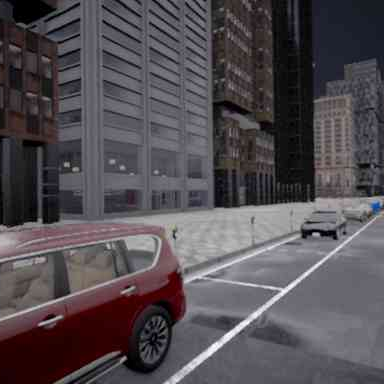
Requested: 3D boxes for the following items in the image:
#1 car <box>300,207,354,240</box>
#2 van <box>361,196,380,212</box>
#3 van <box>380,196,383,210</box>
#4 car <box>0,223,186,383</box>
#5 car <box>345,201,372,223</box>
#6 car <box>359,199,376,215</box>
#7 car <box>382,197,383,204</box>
[{"bbox_3d":[7.162,1.698,17.879,1.947,1.339,4.313,-1,-1,33],"label":"car"},{"bbox_3d":[19.387,1.554,36.844,1.690,1.788,3.998,-1,-1,33],"label":"van"},{"bbox_3d":[22.444,1.574,41.584,1.690,1.788,3.998,-1,-1,33],"label":"van"},{"bbox_3d":[-2.014,1.386,3.662,2.192,1.841,5.009,-1,-1,33],"label":"car"},{"bbox_3d":[13.276,1.723,27.360,2.008,1.369,4.403,-1,-1,33],"label":"car"},{"bbox_3d":[16.241,1.718,31.958,1.752,1.417,4.829,-1,-1,33],"label":"car"},{"bbox_3d":[43.849,1.916,74.764,1.887,1.381,4.507,-1,-1,33],"label":"car"}]
